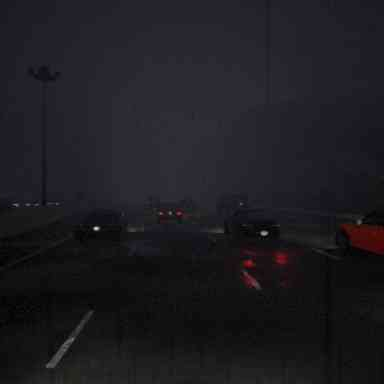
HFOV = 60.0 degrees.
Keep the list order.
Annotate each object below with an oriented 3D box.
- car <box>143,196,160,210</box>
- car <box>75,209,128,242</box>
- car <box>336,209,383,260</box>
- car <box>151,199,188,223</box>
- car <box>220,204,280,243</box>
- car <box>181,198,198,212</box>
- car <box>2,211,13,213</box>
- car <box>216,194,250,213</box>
[{"bbox_3d":[-4.921,1.303,41.583,2.097,1.767,4.553,0,0,-13],"label":"car"},{"bbox_3d":[-4.326,1.548,16.420,1.994,1.385,4.181,0,0,-5],"label":"car"},{"bbox_3d":[6.626,1.328,10.897,2.097,1.767,4.553,0,0,-3],"label":"car"},{"bbox_3d":[-1.856,1.516,25.442,2.033,1.411,5.357,0,0,-8],"label":"car"},{"bbox_3d":[2.751,1.500,15.856,1.812,1.442,4.674,0,0,-5],"label":"car"},{"bbox_3d":[-0.581,1.441,38.250,2.128,1.511,4.902,0,0,-11],"label":"car"},{"bbox_3d":[-16.594,1.338,27.743,2.097,1.767,4.553,0,0,-10],"label":"car"},{"bbox_3d":[4.012,1.172,33.050,2.150,2.045,5.566,0,0,-10],"label":"car"}]
